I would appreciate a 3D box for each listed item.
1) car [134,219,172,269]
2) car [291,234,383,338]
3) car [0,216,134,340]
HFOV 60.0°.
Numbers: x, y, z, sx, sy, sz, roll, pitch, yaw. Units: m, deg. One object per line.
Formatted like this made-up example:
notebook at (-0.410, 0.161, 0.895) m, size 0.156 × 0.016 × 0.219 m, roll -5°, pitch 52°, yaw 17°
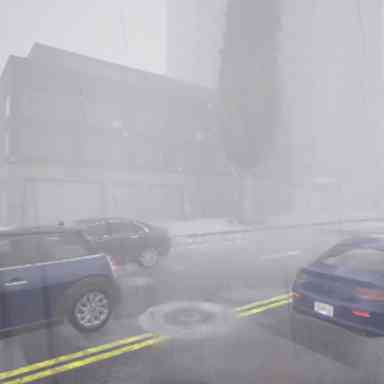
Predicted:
car at (-2.894, 1.497, 9.603) m, size 4.892 × 1.490 × 1.837 m, roll 0°, pitch 0°, yaw -35°
car at (3.774, 1.512, 6.132) m, size 4.674 × 1.442 × 1.812 m, roll 0°, pitch 0°, yaw -35°
car at (-3.486, 1.353, 5.187) m, size 4.553 × 1.767 × 2.097 m, roll 0°, pitch 0°, yaw -35°
